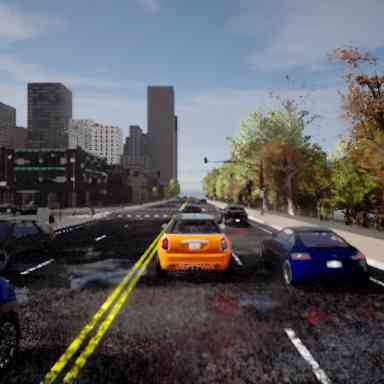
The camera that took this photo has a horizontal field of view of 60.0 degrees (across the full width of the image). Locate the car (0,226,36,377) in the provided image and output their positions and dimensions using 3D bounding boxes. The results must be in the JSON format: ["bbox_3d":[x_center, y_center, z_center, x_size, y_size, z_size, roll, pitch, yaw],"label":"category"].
[{"bbox_3d":[-3.357,1.386,2.555,2.097,1.767,4.553,0,-1,0],"label":"car"}]

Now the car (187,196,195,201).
[{"bbox_3d":[-0.271,2.287,88.737,2.097,1.767,4.553,0,-1,0],"label":"car"}]

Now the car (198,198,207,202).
[{"bbox_3d":[2.979,2.430,88.776,1.837,1.490,4.892,0,-1,0],"label":"car"}]

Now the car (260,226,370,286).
[{"bbox_3d":[3.321,1.679,9.765,1.994,1.385,4.181,0,-1,0],"label":"car"}]

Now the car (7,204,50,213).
[{"bbox_3d":[-20.078,2.327,41.600,4.313,1.339,1.947,-1,1,0],"label":"car"}]

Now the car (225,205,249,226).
[{"bbox_3d":[3.275,1.817,26.322,1.837,1.490,4.892,0,-1,0],"label":"car"}]

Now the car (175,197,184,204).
[{"bbox_3d":[-3.532,2.316,92.704,2.150,2.045,5.566,0,-1,0],"label":"car"}]

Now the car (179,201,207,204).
[{"bbox_3d":[0.021,1.805,27.397,1.882,1.535,5.008,0,-1,0],"label":"car"}]

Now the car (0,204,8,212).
[{"bbox_3d":[-28.437,2.431,50.085,4.403,1.369,2.008,-1,1,0],"label":"car"}]

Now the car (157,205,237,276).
[{"bbox_3d":[0.069,1.485,10.998,2.097,1.767,4.553,0,-1,0],"label":"car"}]

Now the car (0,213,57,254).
[{"bbox_3d":[-6.632,1.693,11.744,2.033,1.411,5.357,0,-1,0],"label":"car"}]
